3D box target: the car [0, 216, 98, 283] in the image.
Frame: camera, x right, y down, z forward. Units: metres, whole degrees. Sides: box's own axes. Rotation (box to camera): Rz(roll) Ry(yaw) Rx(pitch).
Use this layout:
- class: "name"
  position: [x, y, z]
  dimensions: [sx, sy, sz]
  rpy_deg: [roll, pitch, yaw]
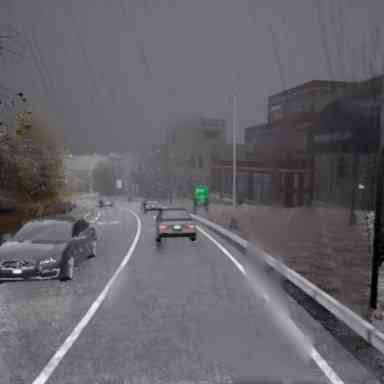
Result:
- class: "car"
  position: [-4.052, 1.507, 9.770]
  dimensions: [1.837, 1.490, 4.892]
  rpy_deg: [0, 0, -5]

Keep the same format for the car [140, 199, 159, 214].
- class: "car"
  position: [-4.431, 1.492, 35.589]
  dimensions: [2.033, 1.411, 5.357]
  rpy_deg: [-1, 0, -14]

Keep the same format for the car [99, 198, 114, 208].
- class: "car"
  position: [-13.051, 1.607, 50.580]
  dimensions: [2.128, 1.511, 4.902]
  rpy_deg: [-2, 0, -20]

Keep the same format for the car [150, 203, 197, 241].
- class: "car"
  position: [-0.898, 1.508, 16.363]
  dimensions: [2.033, 1.411, 5.357]
  rpy_deg: [-1, 0, -7]
